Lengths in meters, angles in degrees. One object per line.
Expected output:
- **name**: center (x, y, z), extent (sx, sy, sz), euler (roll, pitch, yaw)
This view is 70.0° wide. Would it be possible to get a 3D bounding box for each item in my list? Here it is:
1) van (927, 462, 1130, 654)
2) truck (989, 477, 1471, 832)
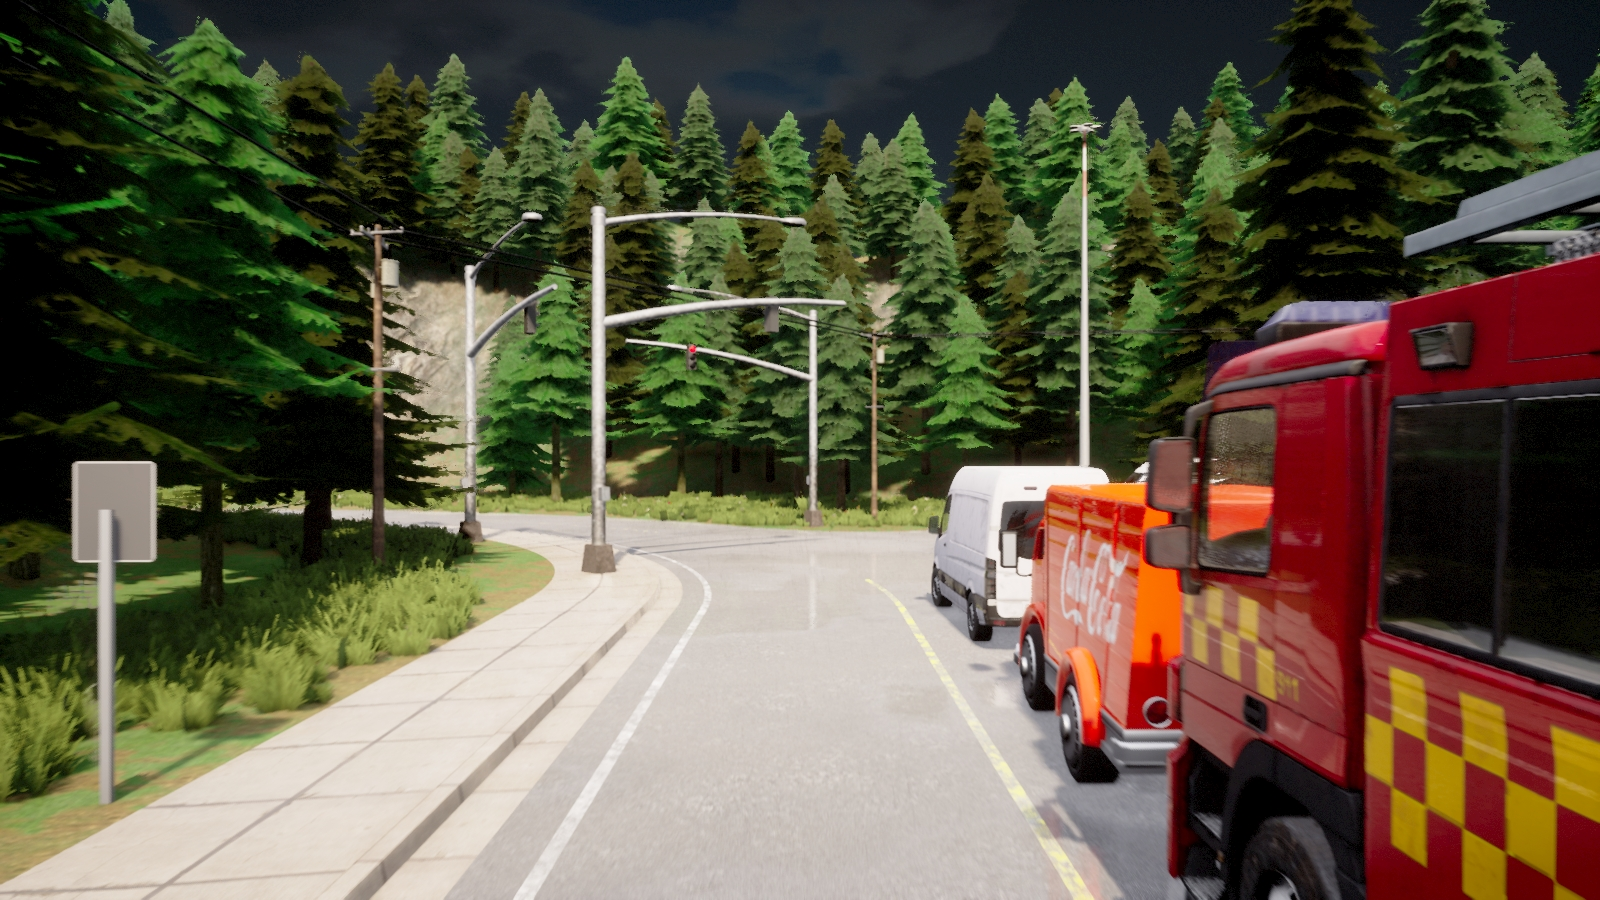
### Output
- **van**: center (3.455, 1.506, 18.569), extent (1.988, 2.561, 5.915), euler (0, 0, -1)
- **truck**: center (3.531, 1.536, 10.854), extent (2.627, 2.467, 5.204), euler (0, 0, 0)
